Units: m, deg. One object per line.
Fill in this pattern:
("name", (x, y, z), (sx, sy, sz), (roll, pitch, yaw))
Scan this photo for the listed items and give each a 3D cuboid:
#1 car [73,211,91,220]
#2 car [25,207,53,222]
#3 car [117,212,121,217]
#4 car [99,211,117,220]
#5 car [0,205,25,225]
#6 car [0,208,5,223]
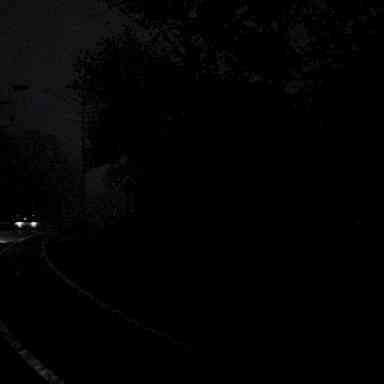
("car", (-17.206, 3.675, 52.233), (1.812, 1.442, 4.674), (0, -5, -5))
("car", (-15.213, 2.194, 32.498), (2.033, 1.411, 5.357), (0, -4, -6))
("car", (-14.867, 4.568, 64.240), (2.128, 1.511, 4.902), (0, -5, -5))
("car", (-13.855, 3.855, 54.244), (1.994, 1.385, 4.181), (0, -4, -6))
("car", (-14.353, 1.698, 23.983), (2.128, 1.511, 4.902), (0, -2, -6))
("car", (-8.532, 1.502, 12.112), (1.994, 1.385, 4.181), (0, 0, -18))
